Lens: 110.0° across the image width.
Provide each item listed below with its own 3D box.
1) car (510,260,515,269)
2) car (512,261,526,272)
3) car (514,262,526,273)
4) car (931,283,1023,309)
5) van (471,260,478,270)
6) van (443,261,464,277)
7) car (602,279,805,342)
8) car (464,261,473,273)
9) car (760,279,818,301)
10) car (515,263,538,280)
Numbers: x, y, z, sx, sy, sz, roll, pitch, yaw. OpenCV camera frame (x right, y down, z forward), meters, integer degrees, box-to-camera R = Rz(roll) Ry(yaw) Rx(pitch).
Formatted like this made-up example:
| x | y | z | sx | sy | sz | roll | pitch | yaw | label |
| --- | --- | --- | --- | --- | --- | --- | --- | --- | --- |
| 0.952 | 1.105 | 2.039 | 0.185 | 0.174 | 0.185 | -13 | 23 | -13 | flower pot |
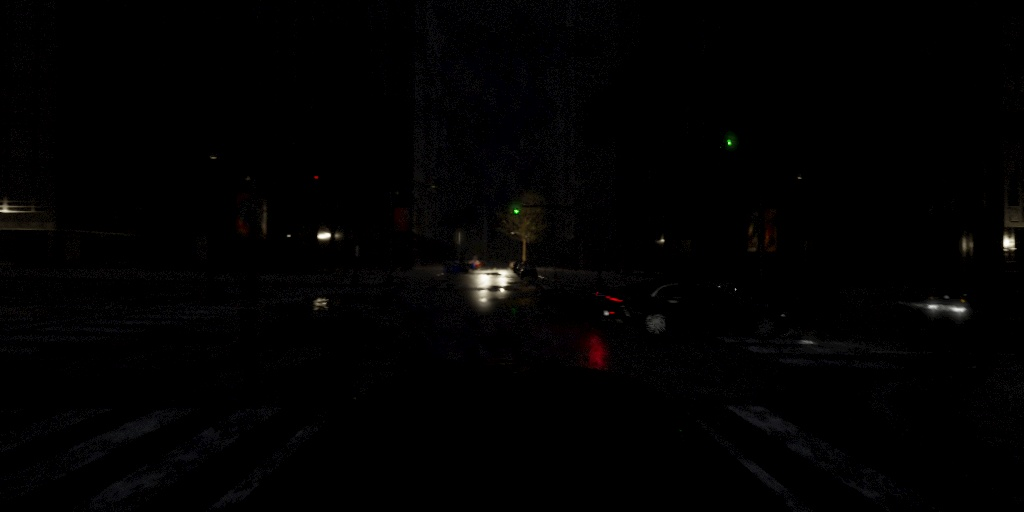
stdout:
| x | y | z | sx | sy | sz | roll | pitch | yaw | label |
| --- | --- | --- | --- | --- | --- | --- | --- | --- | --- |
| 1.225 | 1.620 | 53.224 | 2.192 | 1.841 | 5.009 | 0 | 0 | -1 | car |
| 1.369 | 1.798 | 47.714 | 2.007 | 1.370 | 4.403 | 0 | 0 | -1 | car |
| 1.509 | 1.715 | 42.373 | 1.751 | 1.417 | 4.829 | 0 | 0 | -1 | car |
| 27.062 | 2.267 | 20.723 | 4.181 | 1.385 | 1.994 | 2 | -1 | -2 | car |
| -7.586 | 1.696 | 64.020 | 1.690 | 1.789 | 3.998 | 0 | 0 | -1 | van |
| -7.009 | 1.464 | 41.978 | 1.690 | 1.789 | 3.998 | 0 | 0 | -1 | van |
| 5.075 | 1.443 | 10.173 | 4.892 | 1.490 | 1.837 | 2 | -1 | -2 | car |
| -7.297 | 1.804 | 52.999 | 1.948 | 1.339 | 4.313 | 0 | 0 | -1 | car |
| 14.289 | 1.963 | 20.320 | 4.718 | 1.301 | 1.895 | 2 | -1 | -2 | car |
| 1.658 | 1.682 | 36.692 | 2.007 | 1.370 | 4.403 | 0 | 0 | -1 | car |
